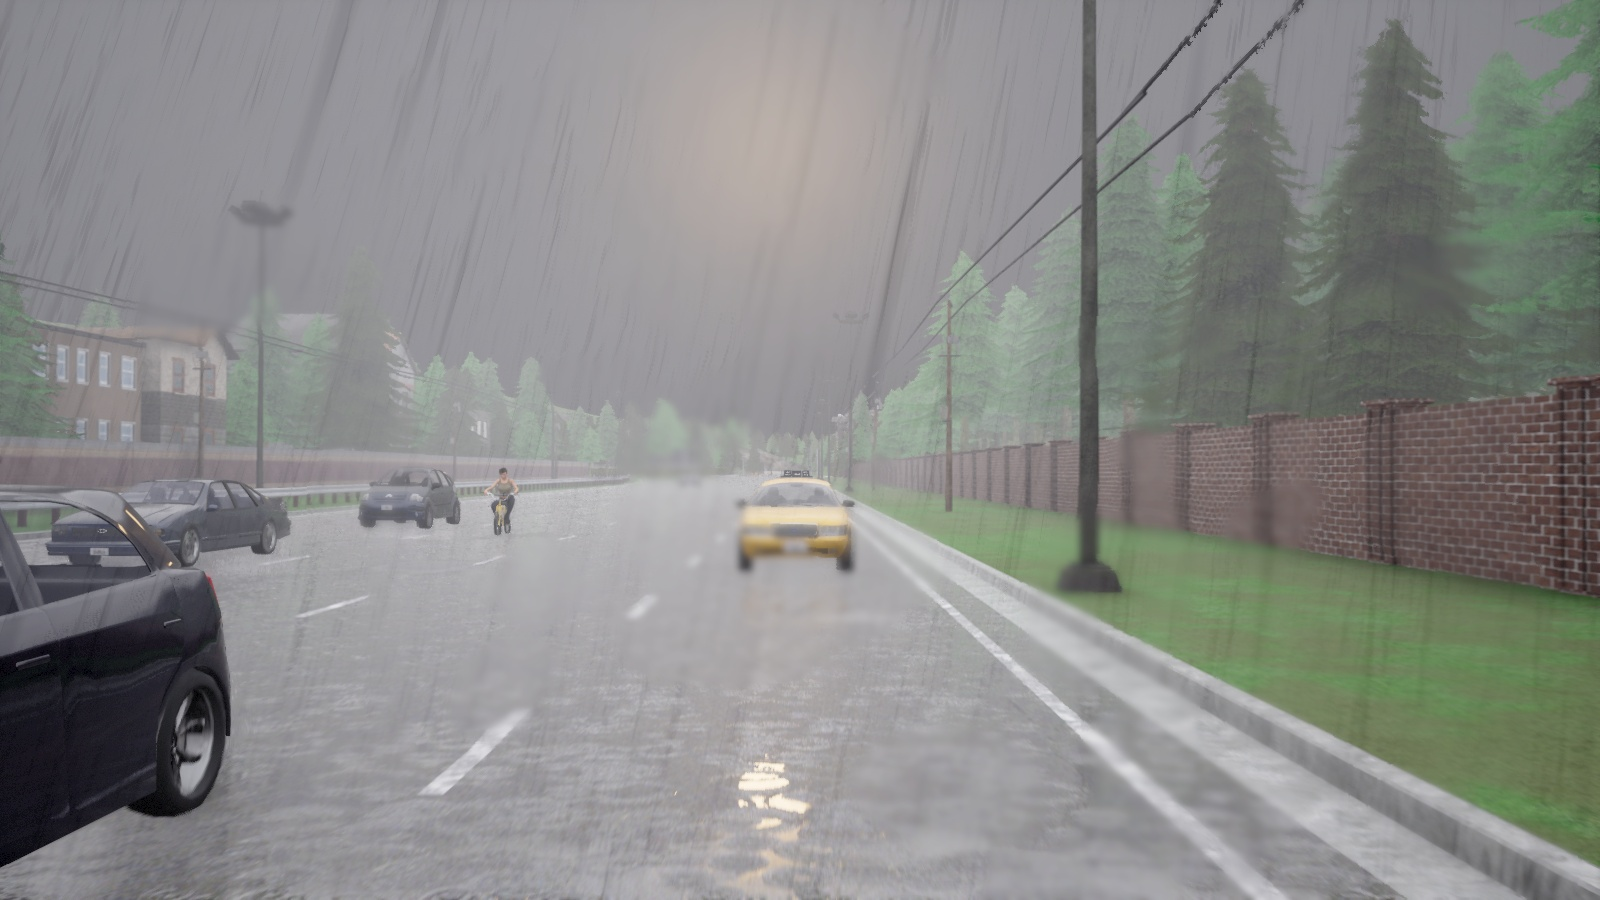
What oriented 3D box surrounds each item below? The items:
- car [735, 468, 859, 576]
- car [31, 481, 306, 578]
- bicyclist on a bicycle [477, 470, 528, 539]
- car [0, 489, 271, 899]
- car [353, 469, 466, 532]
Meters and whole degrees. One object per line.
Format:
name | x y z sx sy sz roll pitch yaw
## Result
car | -0.051 1.107 21.095 1.801 1.575 5.366 0 -1 0
car | -10.552 1.266 21.578 2.033 1.411 5.357 0 -1 0
bicyclist on a bicycle | -7.072 1.280 29.916 0.866 1.612 1.509 0 -1 0
car | -3.510 0.915 4.324 1.845 1.501 3.633 0 -1 0
car | -10.583 1.330 34.353 1.851 1.617 3.988 0 -1 0
